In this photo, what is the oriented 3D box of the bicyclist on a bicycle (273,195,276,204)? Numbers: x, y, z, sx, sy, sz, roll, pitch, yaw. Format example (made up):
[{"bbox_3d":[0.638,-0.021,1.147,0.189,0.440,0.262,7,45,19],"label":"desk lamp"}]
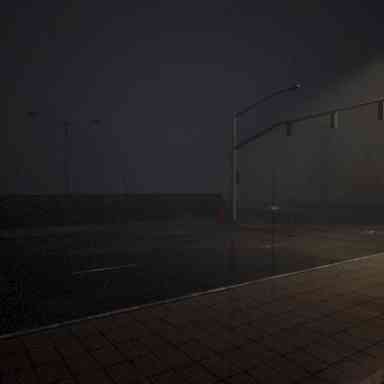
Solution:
[{"bbox_3d":[13.415,1.300,54.019,0.582,1.620,1.656,0,0,22],"label":"bicyclist on a bicycle"}]

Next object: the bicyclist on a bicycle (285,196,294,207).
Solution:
[{"bbox_3d":[14.378,1.453,49.104,1.656,1.620,0.582,0,0,-22],"label":"bicyclist on a bicycle"}]

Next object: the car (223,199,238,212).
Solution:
[{"bbox_3d":[3.218,1.525,37.151,1.812,1.442,4.674,0,0,-34],"label":"car"}]
